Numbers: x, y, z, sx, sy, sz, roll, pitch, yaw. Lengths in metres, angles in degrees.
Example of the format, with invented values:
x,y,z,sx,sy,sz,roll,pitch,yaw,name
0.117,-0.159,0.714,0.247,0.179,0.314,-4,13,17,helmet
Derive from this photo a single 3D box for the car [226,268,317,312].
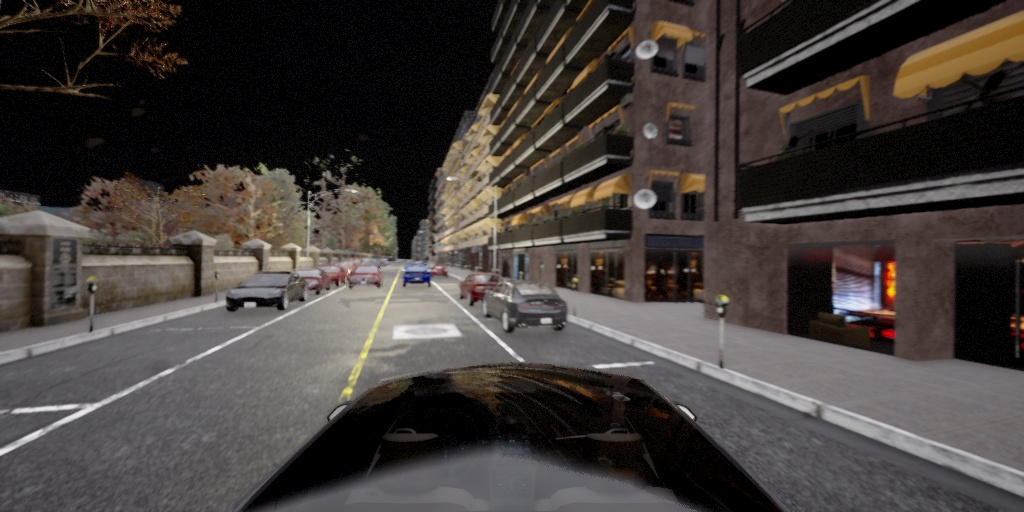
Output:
x,y,z,sx,sy,sz,roll,pitch,yaw,name
-9.405,1.280,14.110,1.948,1.339,4.313,0,0,-17,car

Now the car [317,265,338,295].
x,y,z,sx,sy,sz,roll,pitch,yaw,name
-11.006,1.325,19.508,1.802,1.307,4.207,0,0,-17,car

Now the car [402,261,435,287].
x,y,z,sx,sy,sz,roll,pitch,yaw,name
-6.947,1.362,26.146,1.882,1.535,5.008,1,-1,-16,car

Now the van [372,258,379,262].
x,y,z,sx,sy,sz,roll,pitch,yaw,name
-20.610,1.294,51.891,1.690,1.789,3.998,0,0,-17,van

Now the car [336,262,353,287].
x,y,z,sx,sy,sz,roll,pitch,yaw,name
-12.606,1.318,24.904,1.888,1.381,4.507,0,0,-17,car

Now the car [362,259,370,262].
x,y,z,sx,sy,sz,roll,pitch,yaw,name
-15.807,1.159,35.697,2.192,1.841,5.009,0,0,-17,car

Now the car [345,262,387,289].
x,y,z,sx,sy,sz,roll,pitch,yaw,name
-9.490,1.338,23.625,1.812,1.442,4.674,1,-1,-16,car

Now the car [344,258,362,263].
x,y,z,sx,sy,sz,roll,pitch,yaw,name
-14.205,1.248,30.299,1.967,1.591,4.097,0,0,-17,car

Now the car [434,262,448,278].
x,y,z,sx,sy,sz,roll,pitch,yaw,name
-7.774,1.591,38.079,1.802,1.307,4.207,0,0,-17,car

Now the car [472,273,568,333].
x,y,z,sx,sy,sz,roll,pitch,yaw,name
0.229,1.402,11.093,2.007,1.370,4.403,0,0,-17,car

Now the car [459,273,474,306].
x,y,z,sx,sy,sz,roll,pitch,yaw,name
-1.371,1.425,16.491,1.888,1.381,4.507,0,0,-17,car
